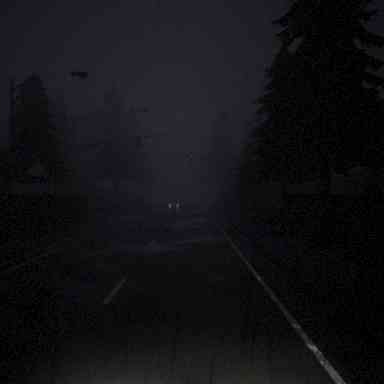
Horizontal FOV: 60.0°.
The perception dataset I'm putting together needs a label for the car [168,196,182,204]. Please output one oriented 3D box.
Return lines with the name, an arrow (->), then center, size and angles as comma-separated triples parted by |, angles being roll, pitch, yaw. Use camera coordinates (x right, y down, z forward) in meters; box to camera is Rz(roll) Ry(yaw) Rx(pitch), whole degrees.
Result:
car -> -3.524, 1.537, 66.003 | 1.837, 1.490, 4.892 | 0, 0, 0
